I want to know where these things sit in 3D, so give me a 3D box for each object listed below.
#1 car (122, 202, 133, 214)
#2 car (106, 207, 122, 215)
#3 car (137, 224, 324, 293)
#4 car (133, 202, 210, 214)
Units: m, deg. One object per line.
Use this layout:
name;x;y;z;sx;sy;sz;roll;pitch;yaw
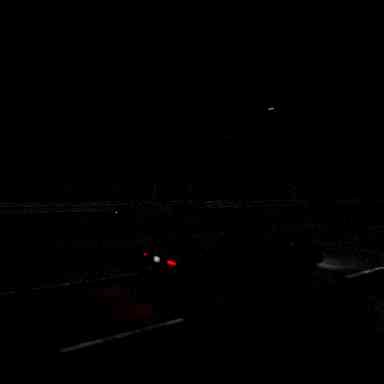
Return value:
car;-2.120;1.542;23.884;4.902;1.511;2.128;0;0;-35
car;-4.413;1.539;26.551;4.902;1.511;2.128;0;0;-35
car;1.250;1.575;8.924;5.357;1.411;2.033;0;0;-35
car;-0.934;1.399;20.441;4.553;1.767;2.097;0;0;-35
